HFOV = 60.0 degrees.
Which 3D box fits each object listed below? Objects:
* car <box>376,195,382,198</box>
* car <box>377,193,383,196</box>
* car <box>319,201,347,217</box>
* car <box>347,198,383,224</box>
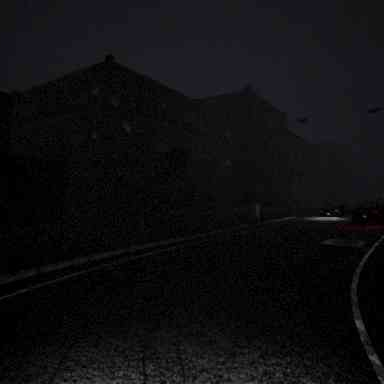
[{"bbox_3d":[22.689,1.443,38.228,2.033,1.411,5.357,-1,0,35],"label":"car"},{"bbox_3d":[37.857,0.880,66.116,1.882,1.535,5.008,-1,0,36],"label":"car"},{"bbox_3d":[13.675,1.575,31.811,2.033,1.411,5.357,-1,0,35],"label":"car"},{"bbox_3d":[13.121,1.475,24.575,1.882,1.535,5.008,-1,0,35],"label":"car"}]
